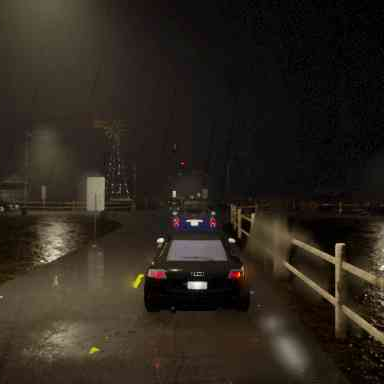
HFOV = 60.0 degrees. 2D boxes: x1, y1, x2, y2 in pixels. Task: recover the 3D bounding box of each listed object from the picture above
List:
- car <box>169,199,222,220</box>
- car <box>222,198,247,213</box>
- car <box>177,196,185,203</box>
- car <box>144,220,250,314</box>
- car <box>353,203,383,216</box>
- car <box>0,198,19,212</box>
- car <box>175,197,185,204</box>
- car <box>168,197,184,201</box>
[{"bbox_3d":[0.105,1.383,16.355,2.097,1.767,4.553,0,0,0],"label":"car"},{"bbox_3d":[4.580,1.568,40.618,4.553,1.767,2.097,2,-2,35],"label":"car"},{"bbox_3d":[-2.695,1.897,85.315,1.882,1.535,5.008,0,-1,0],"label":"car"},{"bbox_3d":[0.102,1.575,7.712,1.994,1.385,4.181,0,0,0],"label":"car"},{"bbox_3d":[20.732,1.981,37.635,4.674,1.442,1.812,1,-2,0],"label":"car"},{"bbox_3d":[-20.290,1.298,34.035,4.892,1.490,1.837,1,-2,0],"label":"car"},{"bbox_3d":[-2.704,1.892,75.185,1.994,1.385,4.181,0,0,0],"label":"car"},{"bbox_3d":[-2.810,1.690,55.431,2.128,1.511,4.902,0,0,0],"label":"car"}]
